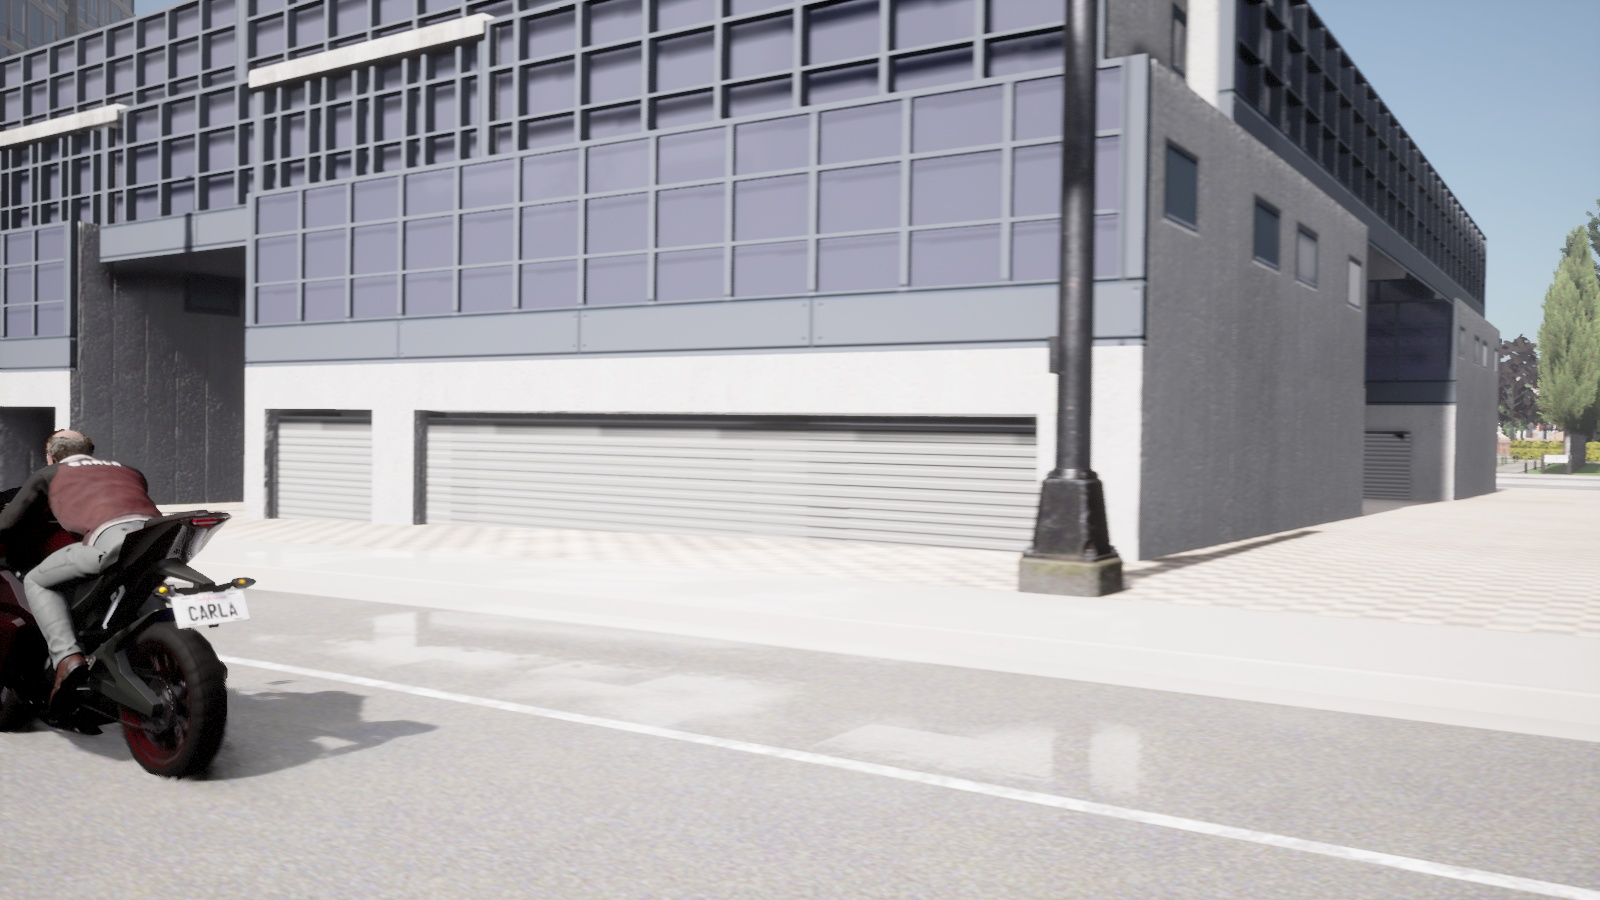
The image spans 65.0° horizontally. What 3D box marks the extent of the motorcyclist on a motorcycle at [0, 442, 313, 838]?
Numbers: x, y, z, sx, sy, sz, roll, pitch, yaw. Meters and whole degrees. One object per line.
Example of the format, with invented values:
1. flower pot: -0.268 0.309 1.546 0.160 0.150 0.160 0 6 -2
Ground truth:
1. motorcyclist on a motorcycle: -3.339 0.743 5.843 2.191 1.530 0.866 -1 1 34
